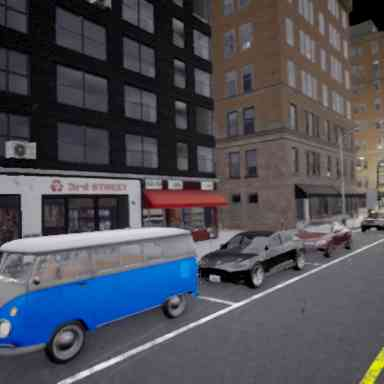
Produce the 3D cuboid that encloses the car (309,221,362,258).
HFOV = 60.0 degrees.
[{"bbox_3d":[5.657,1.934,14.430,1.802,1.307,4.206,-4,-3,41],"label":"car"}]

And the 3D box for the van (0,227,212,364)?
[{"bbox_3d":[-1.613,1.629,6.173,1.690,1.788,3.998,-4,-3,41],"label":"van"}]

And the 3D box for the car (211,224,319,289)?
[{"bbox_3d":[2.025,1.885,10.298,1.947,1.339,4.313,-4,-3,41],"label":"car"}]

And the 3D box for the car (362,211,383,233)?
[{"bbox_3d":[12.918,1.984,22.696,1.947,1.339,4.313,-4,-3,41],"label":"car"}]
